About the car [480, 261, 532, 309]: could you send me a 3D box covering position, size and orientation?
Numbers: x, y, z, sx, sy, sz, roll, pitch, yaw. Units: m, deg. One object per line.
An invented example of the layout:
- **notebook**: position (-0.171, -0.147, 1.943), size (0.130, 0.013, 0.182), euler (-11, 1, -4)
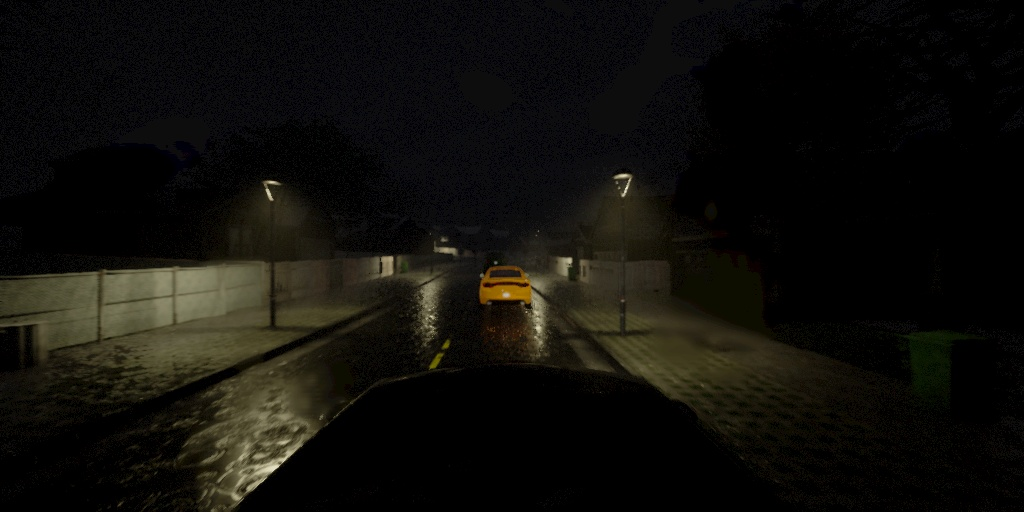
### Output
- **car**: position (-0.314, 1.162, 14.748), size (1.882, 1.535, 5.008), euler (0, 1, -3)

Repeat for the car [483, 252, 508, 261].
- **car**: position (-1.520, 0.647, 33.534), size (2.150, 2.045, 5.566), euler (0, 1, -3)
